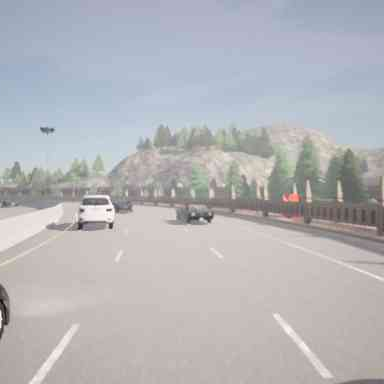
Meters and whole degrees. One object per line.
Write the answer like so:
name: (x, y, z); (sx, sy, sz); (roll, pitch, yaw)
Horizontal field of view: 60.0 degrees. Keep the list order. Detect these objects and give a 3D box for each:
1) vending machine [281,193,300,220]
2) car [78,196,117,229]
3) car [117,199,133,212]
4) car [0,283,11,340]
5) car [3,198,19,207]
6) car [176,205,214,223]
vending machine: (7.919, 1.141, 26.756); (1.100, 2.100, 0.880); (0, 0, -14)
car: (-6.354, 1.250, 22.305); (2.150, 2.045, 5.566); (0, 0, -14)
car: (-8.223, 1.548, 38.802); (2.128, 1.511, 4.902); (0, 0, -23)
car: (-3.648, 1.517, 3.202); (1.837, 1.490, 4.892); (0, 0, -2)
car: (-30.259, 1.775, 55.575); (2.128, 1.511, 4.902); (0, 0, -37)
car: (0.098, 1.592, 25.242); (1.895, 1.301, 4.718); (0, 0, -14)
